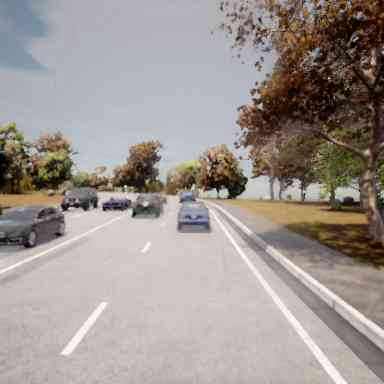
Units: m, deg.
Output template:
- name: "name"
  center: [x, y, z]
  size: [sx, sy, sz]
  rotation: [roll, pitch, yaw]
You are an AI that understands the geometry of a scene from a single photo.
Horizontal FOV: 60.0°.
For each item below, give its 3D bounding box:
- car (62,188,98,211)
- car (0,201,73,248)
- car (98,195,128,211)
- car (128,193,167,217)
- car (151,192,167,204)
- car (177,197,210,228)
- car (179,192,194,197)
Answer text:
- name: "car"
  center: [-10.565, 0.657, 31.884]
  size: [2.150, 2.045, 5.566]
  rotation: [0, 1, -1]
- name: "car"
  center: [-7.017, 1.364, 14.260]
  size: [1.837, 1.490, 4.892]
  rotation: [0, 1, 0]
- name: "car"
  center: [-7.069, 1.049, 31.324]
  size: [1.895, 1.301, 4.718]
  rotation: [0, 1, 0]
- name: "car"
  center: [-3.424, 0.920, 26.479]
  size: [2.097, 1.767, 4.553]
  rotation: [0, 2, -1]
- name: "car"
  center: [-4.274, 0.771, 43.110]
  size: [1.895, 1.301, 4.718]
  rotation: [0, 1, -6]
- name: "car"
  center: [0.095, 1.279, 19.717]
  size: [2.033, 1.411, 5.357]
  rotation: [0, 1, 0]
- name: "car"
  center: [-0.706, 0.726, 42.552]
  size: [1.812, 1.442, 4.674]
  rotation: [0, 1, -6]
